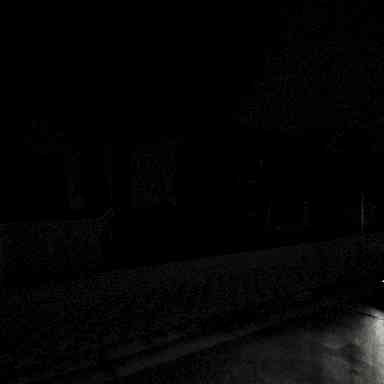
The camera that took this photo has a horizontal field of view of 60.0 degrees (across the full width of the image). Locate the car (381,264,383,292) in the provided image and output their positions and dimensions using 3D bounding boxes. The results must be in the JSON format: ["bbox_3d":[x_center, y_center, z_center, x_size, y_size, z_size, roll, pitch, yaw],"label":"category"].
[{"bbox_3d":[6.097,1.496,7.419,4.902,1.511,2.128,0,0,-36],"label":"car"}]
